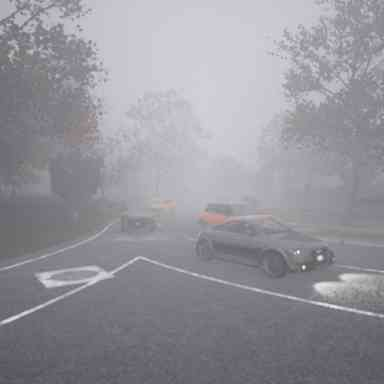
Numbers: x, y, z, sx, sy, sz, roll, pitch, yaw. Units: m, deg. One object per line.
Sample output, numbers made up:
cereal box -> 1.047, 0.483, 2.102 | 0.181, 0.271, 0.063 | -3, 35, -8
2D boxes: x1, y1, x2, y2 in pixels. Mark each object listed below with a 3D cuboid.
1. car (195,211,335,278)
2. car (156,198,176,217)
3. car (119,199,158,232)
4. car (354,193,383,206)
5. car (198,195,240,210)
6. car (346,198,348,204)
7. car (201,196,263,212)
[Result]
car -> 1.993, 1.489, 9.984 | 1.994, 1.385, 4.181 | -1, 1, -39
car -> -3.025, 1.323, 29.825 | 1.882, 1.535, 5.008 | 0, 0, 18
car -> -3.227, 1.386, 19.846 | 1.882, 1.535, 5.008 | -1, 0, -9
car -> 22.879, 1.039, 41.678 | 4.892, 1.490, 1.837 | 0, 0, 18
car -> 3.291, 1.212, 40.314 | 4.902, 1.511, 2.128 | -2, 1, -39
car -> 23.287, 0.868, 44.903 | 4.553, 1.767, 2.097 | 0, 0, 16
car -> 2.069, 1.247, 14.880 | 2.097, 1.767, 4.553 | 0, 0, -28
